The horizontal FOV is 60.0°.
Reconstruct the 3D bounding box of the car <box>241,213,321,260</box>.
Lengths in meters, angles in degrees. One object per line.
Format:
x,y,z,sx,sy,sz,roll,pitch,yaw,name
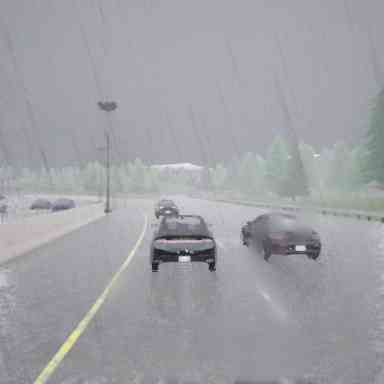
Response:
3.099,1.509,12.236,1.812,1.442,4.674,0,0,-4,car

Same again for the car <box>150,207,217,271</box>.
-0.322,1.483,10.889,2.128,1.511,4.902,0,0,-3,car

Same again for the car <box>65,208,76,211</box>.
-14.602,1.476,38.130,1.882,1.535,5.008,0,0,-11,car

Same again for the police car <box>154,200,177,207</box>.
-2.355,1.484,29.996,2.038,1.542,4.974,0,0,-8,police car
